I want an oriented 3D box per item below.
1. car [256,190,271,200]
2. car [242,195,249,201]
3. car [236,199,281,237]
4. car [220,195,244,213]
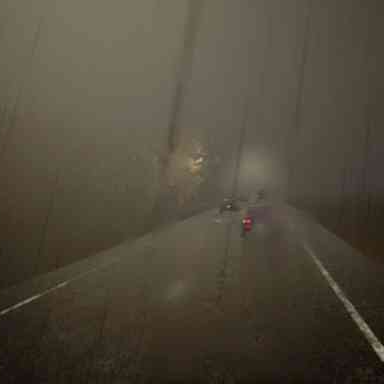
[{"bbox_3d":[12.369,0.622,57.369,2.150,2.045,5.566,-4,-1,12],"label":"car"},{"bbox_3d":[8.397,1.194,55.456,1.837,1.490,4.892,-4,0,12],"label":"car"},{"bbox_3d":[3.482,1.365,16.837,1.812,1.442,4.674,-4,0,12],"label":"car"},{"bbox_3d":[4.197,1.461,36.332,1.994,1.385,4.181,-4,0,12],"label":"car"}]
